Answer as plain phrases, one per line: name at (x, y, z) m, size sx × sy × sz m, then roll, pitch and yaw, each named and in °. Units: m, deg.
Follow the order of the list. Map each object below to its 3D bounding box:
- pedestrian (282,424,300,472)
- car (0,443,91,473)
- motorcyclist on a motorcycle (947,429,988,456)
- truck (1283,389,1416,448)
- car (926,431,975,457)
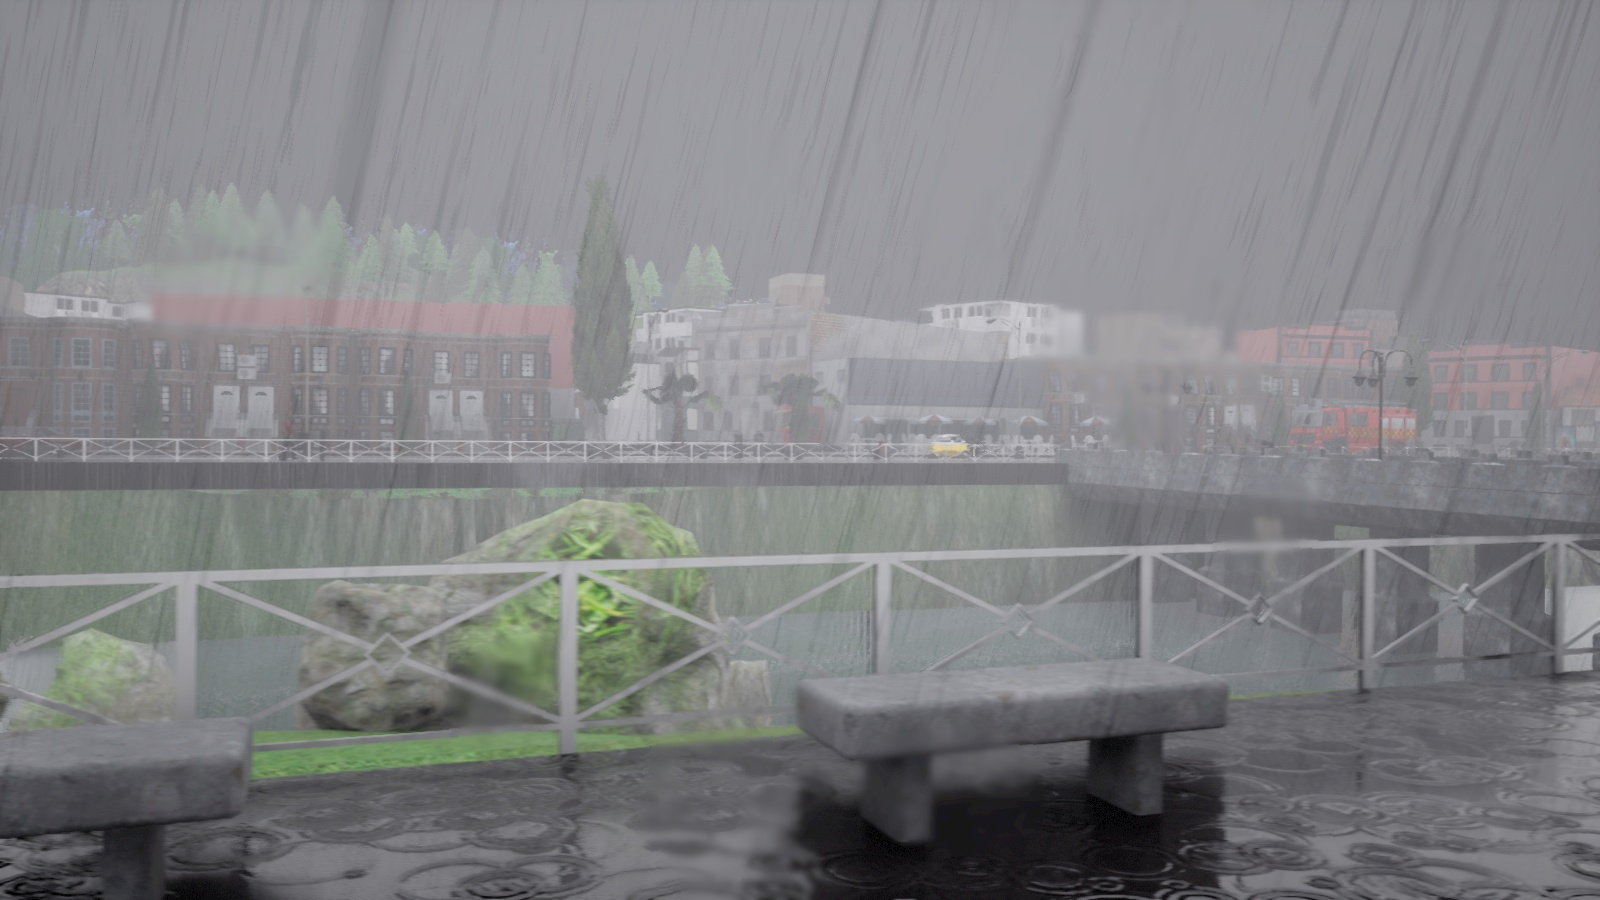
pedestrian at (-19.926, -0.076, 49.147) m, size 0.636 × 1.846 × 0.331 m, roll -1°, pitch 1°, yaw -20°
car at (-34.770, 0.355, 56.528) m, size 4.718 × 1.301 × 1.895 m, roll -1°, pitch 1°, yaw -21°
motorcyclist on a motorcycle at (9.806, -0.468, 73.465) m, size 2.191 × 1.530 × 0.866 m, roll -1°, pitch 1°, yaw -21°
truck at (36.604, -2.123, 83.633) m, size 8.468 × 3.827 × 2.891 m, roll -1°, pitch 1°, yaw -21°
car at (8.213, -0.352, 68.582) m, size 2.207 × 1.376 × 1.481 m, roll -1°, pitch 1°, yaw -21°
